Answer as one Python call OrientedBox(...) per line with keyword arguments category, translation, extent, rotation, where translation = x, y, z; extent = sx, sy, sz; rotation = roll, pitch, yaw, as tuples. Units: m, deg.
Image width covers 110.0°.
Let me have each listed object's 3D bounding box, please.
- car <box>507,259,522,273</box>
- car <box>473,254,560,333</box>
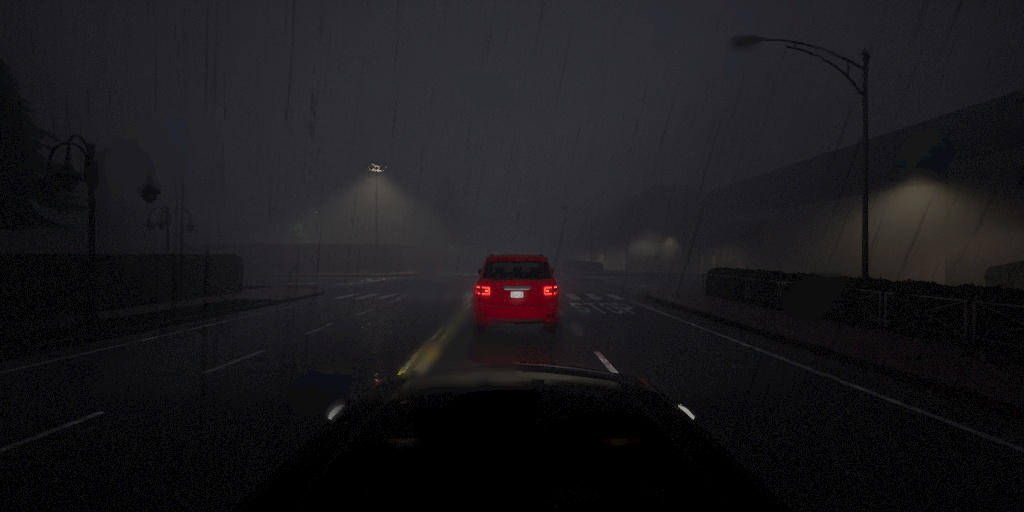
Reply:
OrientedBox(category="car", translation=(0.348, 1.228, 45.527), extent=(1.882, 1.535, 5.008), rotation=(0, 0, 1))
OrientedBox(category="car", translation=(0.120, 0.971, 10.841), extent=(2.150, 2.045, 5.566), rotation=(0, 0, 0))
